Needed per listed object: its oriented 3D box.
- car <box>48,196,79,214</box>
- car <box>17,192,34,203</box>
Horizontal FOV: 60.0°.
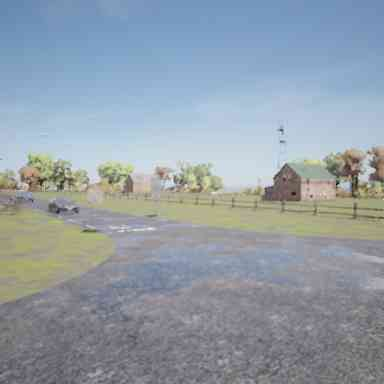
[{"bbox_3d":[-11.559,1.121,29.792,1.812,1.442,4.674,0,1,-35],"label":"car"},{"bbox_3d":[-23.913,0.724,47.503,1.882,1.535,5.008,0,1,-35],"label":"car"}]
